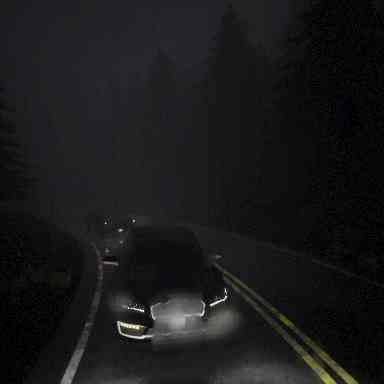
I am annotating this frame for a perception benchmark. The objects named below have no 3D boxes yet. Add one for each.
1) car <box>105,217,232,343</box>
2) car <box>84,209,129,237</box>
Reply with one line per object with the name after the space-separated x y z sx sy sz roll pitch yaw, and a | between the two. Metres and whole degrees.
-0.649 1.495 6.838 1.837 1.490 4.892 -1 0 -11 | car
-4.645 1.614 18.569 1.895 1.301 4.718 -3 1 -29 | car
